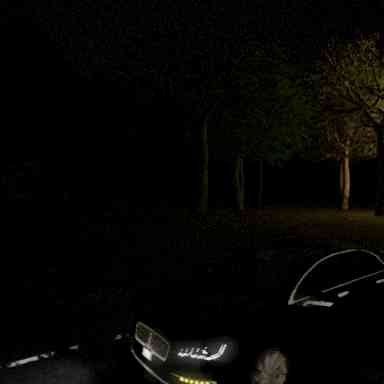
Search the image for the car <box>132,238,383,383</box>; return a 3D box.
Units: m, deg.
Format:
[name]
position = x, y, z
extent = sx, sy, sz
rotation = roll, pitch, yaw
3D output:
[car]
position = 1.496, 1.527, 5.032
extent = 4.892, 1.490, 1.837
rotation = 0, 0, -35
